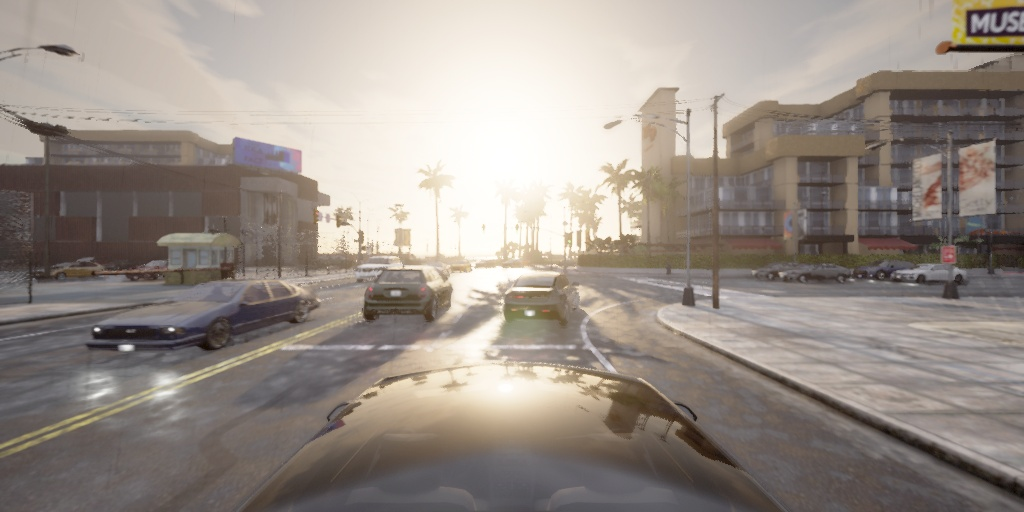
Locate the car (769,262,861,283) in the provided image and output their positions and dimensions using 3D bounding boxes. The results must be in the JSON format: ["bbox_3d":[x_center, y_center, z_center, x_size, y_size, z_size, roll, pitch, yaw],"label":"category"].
[{"bbox_3d":[23.326,1.294,27.744,4.902,1.511,2.128,0,0,0],"label":"car"}]

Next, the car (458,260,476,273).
[{"bbox_3d":[-6.548,1.318,46.634,1.882,1.535,5.008,0,0,8],"label":"car"}]

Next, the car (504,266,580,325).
[{"bbox_3d":[1.114,1.278,12.041,1.837,1.490,4.892,-1,0,15],"label":"car"}]

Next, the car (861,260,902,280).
[{"bbox_3d":[32.583,1.163,31.311,4.553,1.767,2.097,0,0,0],"label":"car"}]

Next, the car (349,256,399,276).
[{"bbox_3d":[-10.575,1.027,28.884,2.150,2.045,5.566,0,0,0],"label":"car"}]

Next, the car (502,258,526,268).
[{"bbox_3d":[0.055,1.355,65.264,1.882,1.535,5.008,0,0,32],"label":"car"}]

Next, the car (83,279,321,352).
[{"bbox_3d":[-7.100,1.312,9.267,2.033,1.411,5.357,0,0,0],"label":"car"}]

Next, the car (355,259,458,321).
[{"bbox_3d":[-3.401,1.123,12.638,2.097,1.767,4.553,0,0,0],"label":"car"}]

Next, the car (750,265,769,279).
[{"bbox_3d":[23.485,1.302,31.245,4.902,1.511,2.128,0,0,0],"label":"car"}]

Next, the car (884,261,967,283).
[{"bbox_3d":[32.289,1.329,27.807,4.674,1.442,1.812,0,0,0],"label":"car"}]

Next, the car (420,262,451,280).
[{"bbox_3d":[-7.035,1.339,33.281,1.812,1.442,4.674,0,0,1],"label":"car"}]

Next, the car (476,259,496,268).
[{"bbox_3d":[-4.719,1.352,64.012,1.882,1.535,5.008,0,0,28],"label":"car"}]
